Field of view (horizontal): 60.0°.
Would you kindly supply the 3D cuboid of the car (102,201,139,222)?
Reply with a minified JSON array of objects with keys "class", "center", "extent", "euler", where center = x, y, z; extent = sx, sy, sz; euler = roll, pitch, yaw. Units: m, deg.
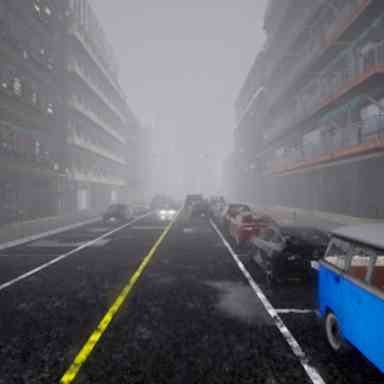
[{"class":"car","center":[-5.692,1.570,26.067],"extent":[1.947,1.339,4.313],"euler":[0,0,0]}]

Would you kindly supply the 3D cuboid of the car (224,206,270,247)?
[{"class":"car","center":[2.690,1.548,14.792],"extent":[1.887,1.381,4.507],"euler":[0,0,0]}]

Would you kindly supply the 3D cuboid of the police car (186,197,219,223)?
[{"class":"police car","center":[0.760,1.428,25.677],"extent":[1.930,1.638,5.238],"euler":[0,0,0]}]

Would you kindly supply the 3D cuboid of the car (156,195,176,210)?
[{"class":"car","center":[-3.094,1.494,43.488],"extent":[2.128,1.511,4.902],"euler":[0,0,0]}]

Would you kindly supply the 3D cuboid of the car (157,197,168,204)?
[{"class":"car","center":[-5.696,1.580,65.524],"extent":[1.802,1.307,4.206],"euler":[0,0,0]}]

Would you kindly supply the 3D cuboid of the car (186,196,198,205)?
[{"class":"car","center":[-0.006,1.546,61.115],"extent":[2.033,1.411,5.357],"euler":[0,0,0]}]

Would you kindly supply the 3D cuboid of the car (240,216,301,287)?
[{"class":"car","center":[2.690,1.568,9.156],"extent":[1.947,1.339,4.313],"euler":[0,0,0]}]

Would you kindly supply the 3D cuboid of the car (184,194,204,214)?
[{"class":"car","center":[0.430,1.217,35.648],"extent":[2.150,2.045,5.566],"euler":[-1,1,6]}]

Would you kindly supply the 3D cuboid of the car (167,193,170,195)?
[{"class":"car","center":[-5.694,1.314,59.887],"extent":[2.192,1.841,5.009],"euler":[0,0,0]}]

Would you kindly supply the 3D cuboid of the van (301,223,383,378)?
[{"class":"van","center":[2.692,1.342,3.520],"extent":[1.690,1.788,3.998],"euler":[0,0,0]}]

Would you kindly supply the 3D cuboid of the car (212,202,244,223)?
[{"class":"car","center":[2.689,1.555,26.065],"extent":[2.008,1.369,4.403],"euler":[0,0,0]}]

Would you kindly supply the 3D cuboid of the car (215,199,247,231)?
[{"class":"car","center":[2.689,1.444,20.429],"extent":[1.967,1.590,4.097],"euler":[0,0,0]}]

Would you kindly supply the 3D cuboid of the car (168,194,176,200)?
[{"class":"car","center":[-5.698,1.428,93.705],"extent":[1.967,1.590,4.097],"euler":[0,0,0]}]

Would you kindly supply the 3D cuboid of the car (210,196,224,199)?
[{"class":"car","center":[2.689,1.319,37.338],"extent":[2.192,1.841,5.009],"euler":[0,0,0]}]

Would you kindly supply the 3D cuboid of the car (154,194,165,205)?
[{"class":"car","center":[-5.695,1.440,54.251],"extent":[1.967,1.590,4.097],"euler":[0,0,0]}]

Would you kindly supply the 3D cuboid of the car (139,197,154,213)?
[{"class":"car","center":[-5.693,1.529,37.171],"extent":[1.752,1.417,4.829],"euler":[0,0,0]}]

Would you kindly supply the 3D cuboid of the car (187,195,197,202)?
[{"class":"car","center":[-0.008,1.440,76.114],"extent":[2.033,1.411,5.357],"euler":[0,0,0]}]

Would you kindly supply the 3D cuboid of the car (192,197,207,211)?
[{"class":"car","center":[0.896,1.458,41.752],"extent":[1.801,1.575,5.366],"euler":[0,0,0]}]

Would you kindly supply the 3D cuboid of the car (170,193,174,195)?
[{"class":"car","center":[-5.697,1.305,88.069],"extent":[2.192,1.841,5.009],"euler":[0,0,0]}]
